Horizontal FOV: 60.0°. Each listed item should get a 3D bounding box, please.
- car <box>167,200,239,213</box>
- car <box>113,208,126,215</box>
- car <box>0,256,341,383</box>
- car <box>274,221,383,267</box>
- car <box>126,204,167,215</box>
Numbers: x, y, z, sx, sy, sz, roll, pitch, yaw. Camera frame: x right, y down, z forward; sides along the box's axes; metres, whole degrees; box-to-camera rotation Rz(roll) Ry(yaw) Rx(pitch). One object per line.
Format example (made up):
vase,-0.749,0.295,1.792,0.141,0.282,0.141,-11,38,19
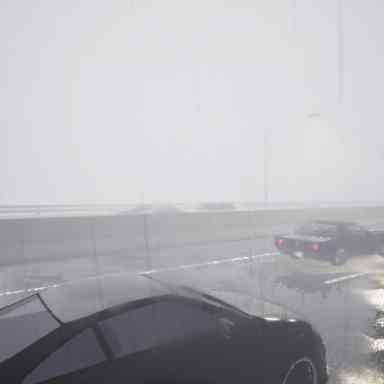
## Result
car,1.050,1.444,21.866,4.553,1.767,2.097,1,0,-35
car,-4.198,1.646,26.733,4.181,1.385,1.994,0,0,-35
car,-0.516,1.573,3.371,4.181,1.385,1.994,0,0,-35
car,5.159,1.674,11.689,4.718,1.301,1.895,0,0,-35
car,-2.167,1.646,23.884,4.181,1.385,1.994,0,0,-35
